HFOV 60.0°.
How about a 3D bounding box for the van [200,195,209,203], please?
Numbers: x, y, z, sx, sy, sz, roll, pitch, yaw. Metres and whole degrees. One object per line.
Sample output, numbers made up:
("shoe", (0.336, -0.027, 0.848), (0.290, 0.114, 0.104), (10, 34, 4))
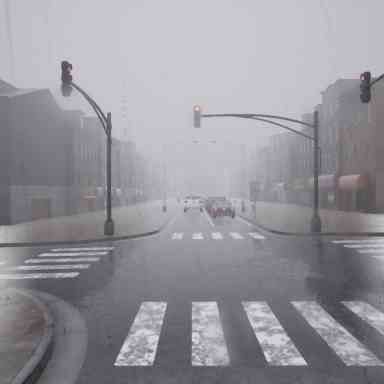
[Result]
("van", (2.748, 1.512, 72.911), (1.690, 1.788, 3.998), (-1, 0, 0))

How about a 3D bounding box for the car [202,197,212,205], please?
("car", (2.732, 1.654, 62.275), (1.752, 1.417, 4.829), (-1, 0, 0))

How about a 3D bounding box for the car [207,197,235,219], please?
("car", (2.678, 1.473, 29.691), (1.967, 1.590, 4.097), (-1, 0, 0))

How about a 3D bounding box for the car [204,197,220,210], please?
("car", (2.704, 1.514, 45.898), (1.967, 1.590, 4.097), (-1, 0, 0))

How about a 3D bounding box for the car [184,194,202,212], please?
("car", (0.156, 1.280, 40.728), (2.150, 2.045, 5.566), (0, 0, 0))

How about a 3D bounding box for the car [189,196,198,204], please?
("car", (0.216, 1.658, 69.210), (1.837, 1.490, 4.892), (0, -1, 0))

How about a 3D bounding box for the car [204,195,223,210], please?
("car", (2.686, 1.360, 35.094), (2.192, 1.841, 5.009), (-1, 0, 0))

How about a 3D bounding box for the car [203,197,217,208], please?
("car", (2.713, 1.530, 51.301), (1.967, 1.590, 4.097), (-1, 0, 0))

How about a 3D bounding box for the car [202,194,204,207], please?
("car", (2.694, 1.373, 40.496), (2.192, 1.841, 5.009), (-1, 0, 0))

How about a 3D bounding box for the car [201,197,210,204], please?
("car", (2.741, 1.675, 67.677), (1.752, 1.417, 4.829), (-1, 0, 0))

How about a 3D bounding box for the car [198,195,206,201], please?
("car", (2.784, 1.711, 94.520), (1.967, 1.590, 4.097), (-1, 0, 0))
